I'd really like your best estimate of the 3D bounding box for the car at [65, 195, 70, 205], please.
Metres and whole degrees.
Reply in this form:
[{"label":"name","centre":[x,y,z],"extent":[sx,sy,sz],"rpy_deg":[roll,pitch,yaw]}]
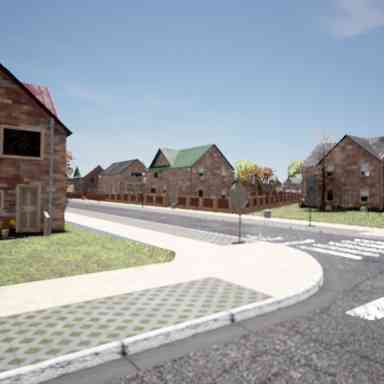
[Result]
[{"label":"car","centre":[-17.871,0.782,44.518],"extent":[1.882,1.535,5.008],"rpy_deg":[2,0,-36]}]
